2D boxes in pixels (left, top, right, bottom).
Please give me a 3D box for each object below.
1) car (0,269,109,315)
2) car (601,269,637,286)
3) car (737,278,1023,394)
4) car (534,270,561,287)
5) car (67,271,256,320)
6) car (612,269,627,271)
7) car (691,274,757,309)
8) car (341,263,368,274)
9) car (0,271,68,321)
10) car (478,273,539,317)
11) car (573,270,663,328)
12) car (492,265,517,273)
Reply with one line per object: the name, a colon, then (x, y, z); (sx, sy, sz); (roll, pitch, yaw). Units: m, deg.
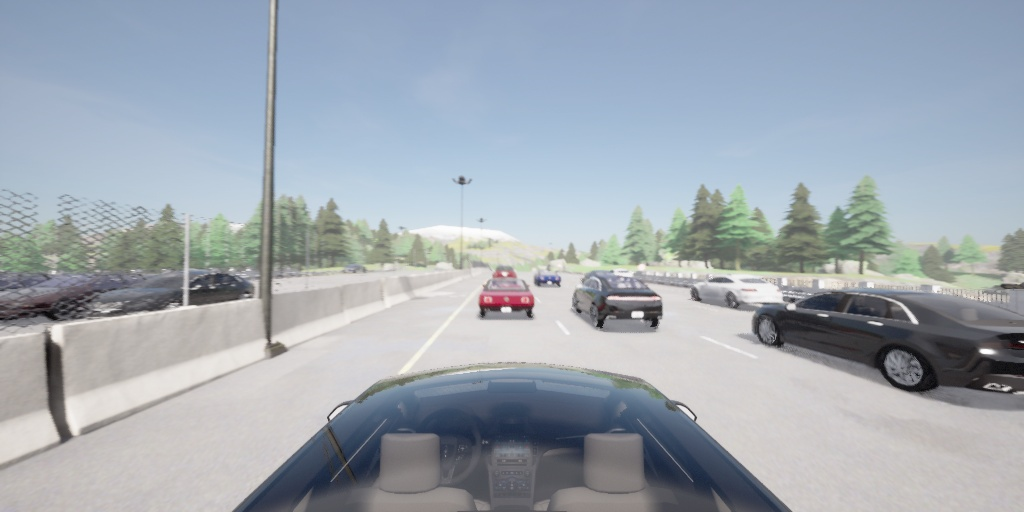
car: (-17.900, 1.239, 12.375); (2.033, 1.411, 5.357); (1, -1, -1)
car: (9.787, 1.914, 33.086); (1.812, 1.442, 4.674); (1, -1, -2)
car: (6.940, 1.382, 6.986); (1.837, 1.490, 4.892); (1, -1, -1)
car: (2.871, 1.845, 30.143); (1.895, 1.301, 4.718); (1, -1, -1)
car: (-10.887, 1.262, 12.009); (1.837, 1.490, 4.892); (1, -1, -1)
car: (6.460, 1.742, 26.514); (2.033, 1.411, 5.357); (1, -1, -1)
car: (10.189, 1.566, 16.618); (1.812, 1.442, 4.674); (1, -1, -2)
car: (-22.244, 1.758, 50.925); (2.033, 1.411, 5.357); (1, -2, -1)
car: (-14.401, 1.275, 12.462); (2.033, 1.411, 5.357); (1, -1, -2)
car: (-0.233, 1.494, 13.930); (1.895, 1.301, 4.718); (1, -1, -1)
car: (3.316, 1.395, 12.051); (2.128, 1.511, 4.902); (1, -1, -1)
car: (-0.662, 1.596, 31.484); (2.097, 1.767, 4.553); (1, -1, -1)
